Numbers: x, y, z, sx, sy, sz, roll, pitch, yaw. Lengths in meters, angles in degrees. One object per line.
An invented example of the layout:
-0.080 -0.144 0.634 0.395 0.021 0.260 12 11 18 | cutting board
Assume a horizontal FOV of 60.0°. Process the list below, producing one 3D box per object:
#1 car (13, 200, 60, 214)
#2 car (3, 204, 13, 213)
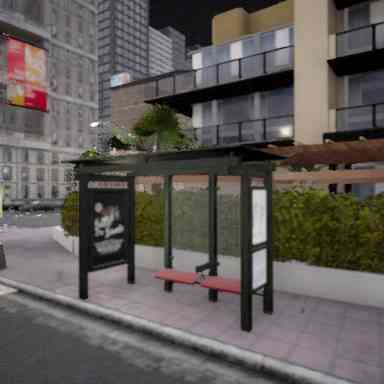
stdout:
-17.049 1.599 37.498 1.812 1.442 4.674 0 0 35 | car
-20.096 1.681 39.250 1.895 1.301 4.718 0 0 35 | car
